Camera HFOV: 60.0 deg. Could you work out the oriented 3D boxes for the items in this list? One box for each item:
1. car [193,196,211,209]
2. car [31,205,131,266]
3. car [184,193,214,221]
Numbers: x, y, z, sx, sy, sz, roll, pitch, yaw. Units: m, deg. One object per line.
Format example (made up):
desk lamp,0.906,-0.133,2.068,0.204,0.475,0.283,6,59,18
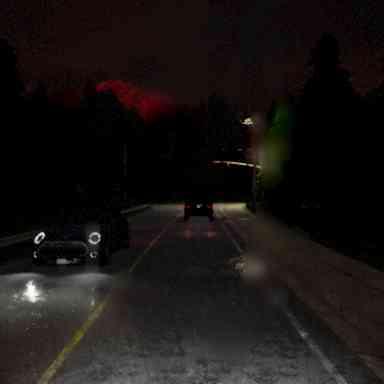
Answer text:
car,1.190,1.272,43.146,2.128,1.511,4.902,0,0,-1
car,-3.512,1.293,11.319,2.097,1.767,4.553,0,0,1
car,0.552,1.092,26.074,2.150,2.045,5.566,0,1,2
